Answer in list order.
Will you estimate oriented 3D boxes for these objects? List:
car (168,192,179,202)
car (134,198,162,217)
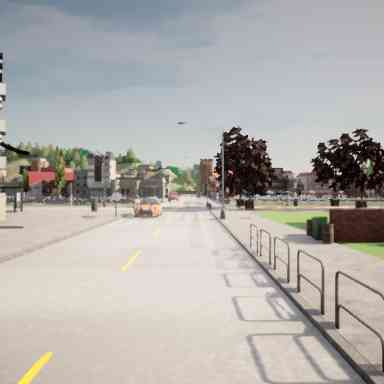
[{"bbox_3d":[-4.000,1.117,72.012,2.150,2.045,5.566,0,0,0],"label":"car"},{"bbox_3d":[-4.000,1.402,30.680,2.097,1.767,4.553,0,0,0],"label":"car"}]
